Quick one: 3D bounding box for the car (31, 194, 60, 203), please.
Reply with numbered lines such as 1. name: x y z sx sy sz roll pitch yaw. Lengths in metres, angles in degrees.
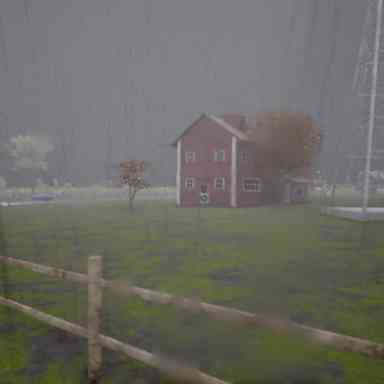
1. car: -26.245 1.077 59.834 1.882 1.535 5.008 1 1 35
